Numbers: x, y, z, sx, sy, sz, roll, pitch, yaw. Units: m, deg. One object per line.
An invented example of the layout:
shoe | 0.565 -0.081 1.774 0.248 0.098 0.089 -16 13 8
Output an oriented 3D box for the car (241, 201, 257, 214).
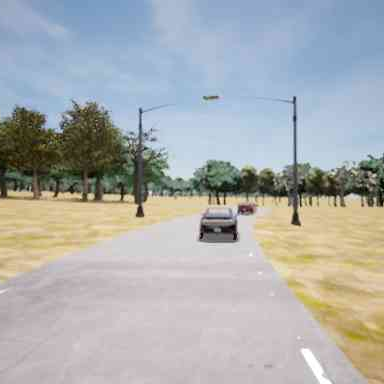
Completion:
car | 6.817 1.915 40.799 1.882 1.535 5.008 -1 -2 17

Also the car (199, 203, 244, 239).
car | 1.469 1.536 17.504 2.128 1.511 4.902 0 -1 7
